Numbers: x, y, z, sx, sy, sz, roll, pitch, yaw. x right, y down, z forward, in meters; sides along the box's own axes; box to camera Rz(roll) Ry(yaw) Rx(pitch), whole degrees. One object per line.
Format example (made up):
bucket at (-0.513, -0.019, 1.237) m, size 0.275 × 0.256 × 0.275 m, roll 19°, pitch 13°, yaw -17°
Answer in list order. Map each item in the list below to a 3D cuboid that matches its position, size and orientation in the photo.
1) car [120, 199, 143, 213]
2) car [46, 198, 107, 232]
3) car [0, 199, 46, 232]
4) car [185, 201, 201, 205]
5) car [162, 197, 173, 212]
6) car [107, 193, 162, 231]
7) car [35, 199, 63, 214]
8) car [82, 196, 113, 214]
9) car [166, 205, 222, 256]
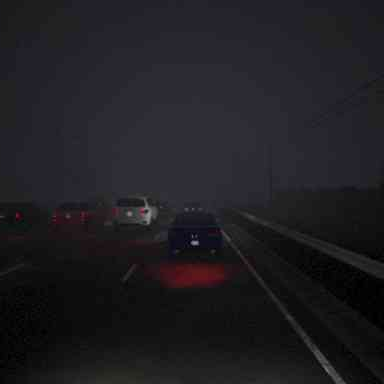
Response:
car at (-6.908, 1.577, 38.207) m, size 1.812 × 1.442 × 4.674 m, roll 0°, pitch 0°, yaw 0°
car at (-6.898, 1.380, 20.666) m, size 2.097 × 1.767 × 4.553 m, roll 0°, pitch 0°, yaw 0°
car at (-10.398, 1.379, 20.386) m, size 2.097 × 1.767 × 4.553 m, roll 0°, pitch 0°, yaw 0°
car at (0.104, 1.590, 31.644) m, size 2.033 × 1.411 × 5.357 m, roll 0°, pitch 0°, yaw 0°
car at (-3.395, 1.615, 38.047) m, size 1.994 × 1.385 × 4.181 m, roll 0°, pitch 0°, yaw 0°
car at (-3.396, 1.249, 20.761) m, size 2.150 × 2.045 × 5.566 m, roll 0°, pitch 0°, yaw 0°
car at (-15.828, 1.541, 37.005) m, size 2.128 × 1.511 × 4.902 m, roll 0°, pitch 0°, yaw -15°
car at (-10.396, 1.401, 36.910) m, size 2.097 × 1.767 × 4.553 m, roll 0°, pitch 0°, yaw 0°
car at (0.098, 1.495, 13.179) m, size 1.882 × 1.535 × 5.008 m, roll 0°, pitch 0°, yaw 0°
